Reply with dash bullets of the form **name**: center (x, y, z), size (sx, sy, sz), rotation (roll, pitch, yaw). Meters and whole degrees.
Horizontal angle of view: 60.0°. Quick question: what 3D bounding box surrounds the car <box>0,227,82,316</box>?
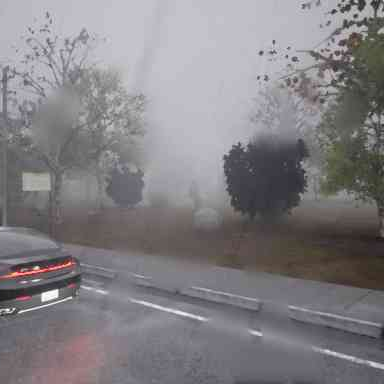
- **car**: center (-4.342, 1.505, 7.087), size (4.892, 1.490, 1.837), rotation (0, 0, 37)
